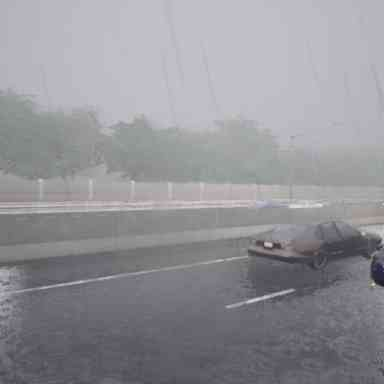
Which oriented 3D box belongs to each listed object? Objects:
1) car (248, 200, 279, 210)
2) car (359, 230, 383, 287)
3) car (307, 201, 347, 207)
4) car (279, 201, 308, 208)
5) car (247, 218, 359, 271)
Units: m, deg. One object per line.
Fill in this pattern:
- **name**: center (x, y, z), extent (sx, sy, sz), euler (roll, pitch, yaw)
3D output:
- **car**: center (8.047, 1.611, 35.532), extent (4.674, 1.442, 1.812), euler (0, 0, -35)
- **car**: center (6.254, 1.594, 8.209), extent (4.181, 1.385, 1.994), euler (0, 0, -36)
- **car**: center (12.900, 1.652, 30.388), extent (4.181, 1.385, 1.994), euler (0, 0, -35)
- **car**: center (11.318, 1.615, 33.558), extent (4.674, 1.442, 1.812), euler (0, 0, -35)
- **car**: center (4.258, 1.578, 11.084), extent (5.357, 1.411, 2.033), euler (0, 0, -36)
